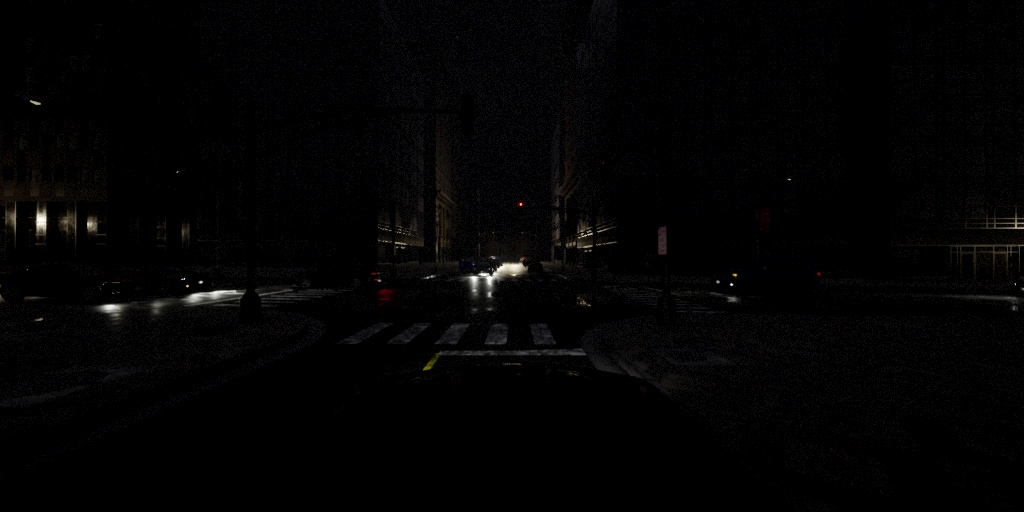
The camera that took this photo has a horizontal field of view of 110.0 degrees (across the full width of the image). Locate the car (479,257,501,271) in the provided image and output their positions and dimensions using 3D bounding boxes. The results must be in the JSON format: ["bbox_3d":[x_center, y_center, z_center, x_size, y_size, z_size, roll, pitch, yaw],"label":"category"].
[{"bbox_3d":[-2.875,1.207,46.321,2.128,1.511,4.902,0,0,0],"label":"car"}]

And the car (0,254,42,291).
[{"bbox_3d":[-27.029,0.760,17.843,4.553,1.767,2.097,1,0,0],"label":"car"}]

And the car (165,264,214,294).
[{"bbox_3d":[-17.419,1.094,17.786,4.181,1.385,1.994,1,0,0],"label":"car"}]

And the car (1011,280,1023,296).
[{"bbox_3d":[32.434,1.700,20.952,4.902,1.511,2.128,1,0,0],"label":"car"}]

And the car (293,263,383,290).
[{"bbox_3d":[-10.224,1.149,21.200,4.892,1.490,1.837,1,0,0],"label":"car"}]

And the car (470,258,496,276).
[{"bbox_3d":[-2.930,1.252,37.204,1.812,1.442,4.674,0,0,0],"label":"car"}]

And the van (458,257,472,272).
[{"bbox_3d":[-5.646,1.058,45.118,1.690,1.789,3.998,0,0,0],"label":"van"}]

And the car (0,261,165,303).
[{"bbox_3d":[-17.610,0.994,14.538,5.008,1.535,1.882,1,0,0],"label":"car"}]

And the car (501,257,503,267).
[{"bbox_3d":[-2.796,1.225,56.221,1.812,1.442,4.674,0,0,0],"label":"car"}]

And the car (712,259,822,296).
[{"bbox_3d":[14.883,1.192,21.054,5.566,2.045,2.150,1,0,0],"label":"car"}]

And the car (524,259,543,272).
[{"bbox_3d":[2.880,1.283,45.065,1.948,1.339,4.313,0,0,0],"label":"car"}]

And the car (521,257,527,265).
[{"bbox_3d":[2.988,1.270,62.013,1.802,1.307,4.207,0,0,0],"label":"car"}]
